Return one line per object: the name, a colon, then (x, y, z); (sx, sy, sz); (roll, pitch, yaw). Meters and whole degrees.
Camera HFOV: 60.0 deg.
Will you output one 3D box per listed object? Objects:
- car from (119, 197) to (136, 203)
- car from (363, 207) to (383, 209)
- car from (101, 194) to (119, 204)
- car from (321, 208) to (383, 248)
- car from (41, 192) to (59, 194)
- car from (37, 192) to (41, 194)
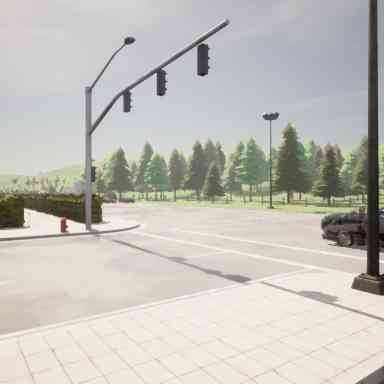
car: (-13.108, 1.601, 66.513); (1.895, 1.301, 4.718); (0, 0, -35)
car: (9.039, 1.491, 16.906); (2.128, 1.511, 4.902); (0, 0, -39)
car: (-16.747, 1.601, 65.616); (1.895, 1.301, 4.718); (0, 0, -34)
car: (7.835, 1.547, 12.649); (2.033, 1.411, 5.357); (0, 0, -39)
car: (-24.108, 1.221, 57.614); (2.150, 2.045, 5.566); (0, 0, -34)
car: (-29.773, 1.058, 65.859); (2.150, 2.045, 5.566); (0, 0, -34)
